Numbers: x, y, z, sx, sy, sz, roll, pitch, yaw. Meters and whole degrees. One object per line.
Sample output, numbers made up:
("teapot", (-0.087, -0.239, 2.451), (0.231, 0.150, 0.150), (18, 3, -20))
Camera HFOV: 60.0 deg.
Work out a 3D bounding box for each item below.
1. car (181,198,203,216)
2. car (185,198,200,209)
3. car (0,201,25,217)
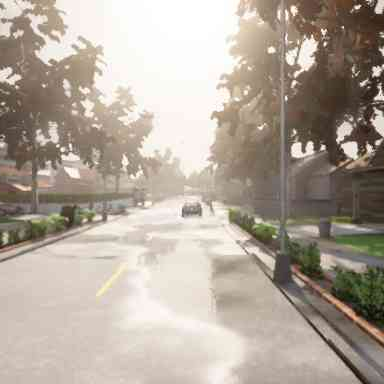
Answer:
("car", (0.008, 1.544, 31.879), (1.994, 1.385, 4.181), (0, 0, 1))
("car", (0.050, 1.534, 46.410), (1.994, 1.385, 4.181), (0, 0, 0))
("car", (-16.643, 1.309, 27.054), (5.357, 1.415, 2.033), (0, 0, 0))
